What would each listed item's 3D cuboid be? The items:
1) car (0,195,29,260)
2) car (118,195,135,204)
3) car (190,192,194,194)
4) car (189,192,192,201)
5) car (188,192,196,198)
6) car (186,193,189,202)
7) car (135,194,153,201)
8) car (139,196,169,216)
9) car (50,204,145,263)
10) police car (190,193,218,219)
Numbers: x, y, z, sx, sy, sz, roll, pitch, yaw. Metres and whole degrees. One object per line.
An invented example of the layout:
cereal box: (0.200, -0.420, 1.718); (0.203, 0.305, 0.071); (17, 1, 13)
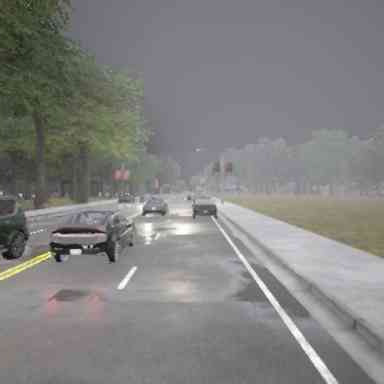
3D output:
car: (-6.601, 1.133, 9.048); (2.150, 2.045, 5.566); (0, 0, 0)
car: (-9.813, 1.088, 50.542); (2.033, 1.411, 5.357); (0, 0, 0)
car: (0.979, 1.136, 36.386); (1.882, 1.535, 5.008); (0, 1, 0)
car: (0.980, 0.958, 42.355); (2.097, 1.767, 4.553); (0, 0, 0)
car: (0.010, 0.778, 79.138); (1.994, 1.385, 4.181); (0, 0, 0)
car: (0.008, 0.950, 59.743); (1.882, 1.535, 5.008); (0, 0, 0)
car: (-6.571, 1.043, 48.952); (2.128, 1.511, 4.902); (0, 1, 0)
car: (-3.147, 1.287, 29.246); (1.994, 1.385, 4.181); (0, 1, 0)
car: (-3.149, 1.379, 11.425); (2.128, 1.511, 4.902); (0, 1, 0)
police car: (0.978, 1.173, 26.496); (1.930, 1.638, 5.238); (0, 1, 0)
